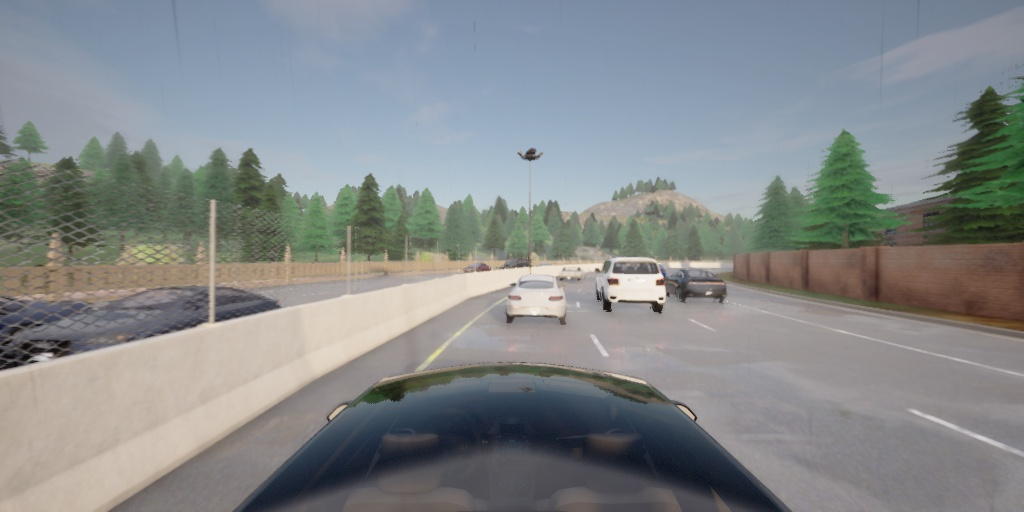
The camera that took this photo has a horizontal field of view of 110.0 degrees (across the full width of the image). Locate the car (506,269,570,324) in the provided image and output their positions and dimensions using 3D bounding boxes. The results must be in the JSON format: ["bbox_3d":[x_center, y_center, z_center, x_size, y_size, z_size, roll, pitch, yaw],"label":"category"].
[{"bbox_3d":[0.880,1.353,12.276,1.812,1.442,4.674,0,0,6],"label":"car"}]

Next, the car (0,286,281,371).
[{"bbox_3d":[-6.775,1.317,7.284,1.994,1.385,4.181,0,0,4],"label":"car"}]

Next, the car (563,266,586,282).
[{"bbox_3d":[5.568,1.593,32.622,1.895,1.301,4.718,0,0,19],"label":"car"}]

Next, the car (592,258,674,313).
[{"bbox_3d":[4.763,1.088,15.043,2.150,2.045,5.566,0,0,9],"label":"car"}]

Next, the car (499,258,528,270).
[{"bbox_3d":[0.387,1.293,47.763,2.150,2.045,5.566,0,-1,27],"label":"car"}]

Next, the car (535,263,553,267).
[{"bbox_3d":[4.225,1.614,47.612,1.812,1.442,4.674,0,0,27],"label":"car"}]

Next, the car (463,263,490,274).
[{"bbox_3d":[-4.423,1.555,45.707,1.812,1.442,4.674,0,0,25],"label":"car"}]

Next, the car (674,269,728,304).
[{"bbox_3d":[8.770,1.396,17.573,2.128,1.511,4.902,0,0,11],"label":"car"}]

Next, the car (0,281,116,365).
[{"bbox_3d":[-10.416,1.271,5.755,2.033,1.411,5.357,0,0,3],"label":"car"}]
